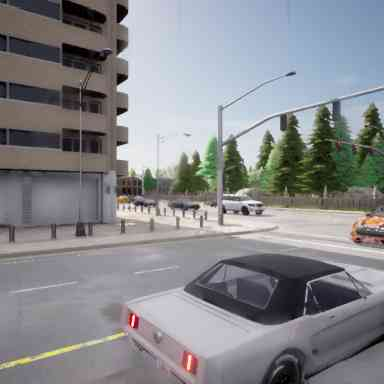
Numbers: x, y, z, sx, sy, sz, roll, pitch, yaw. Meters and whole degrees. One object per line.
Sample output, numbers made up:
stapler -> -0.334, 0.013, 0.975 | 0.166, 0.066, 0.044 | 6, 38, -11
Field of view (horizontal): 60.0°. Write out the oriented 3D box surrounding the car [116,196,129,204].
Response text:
car -> -14.180, 1.533, 67.183 | 1.882, 1.535, 5.008 | 0, 0, -36

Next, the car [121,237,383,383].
car -> 1.516, 1.601, 4.858 | 4.718, 1.301, 1.895 | 0, 0, -35

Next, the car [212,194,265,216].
car -> 4.933, 1.278, 34.252 | 2.150, 2.045, 5.566 | 0, 0, -36

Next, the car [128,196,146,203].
car -> -11.564, 1.581, 69.531 | 1.812, 1.442, 4.674 | 0, 0, -36

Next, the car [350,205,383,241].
car -> 8.992, 1.352, 14.662 | 4.553, 1.767, 2.097 | 0, 0, -35

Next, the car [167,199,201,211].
car -> -1.127, 1.603, 42.683 | 2.033, 1.411, 5.357 | 0, 0, -36

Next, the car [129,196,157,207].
car -> -7.253, 1.603, 51.245 | 2.033, 1.411, 5.357 | 0, 0, -36

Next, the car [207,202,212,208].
car -> 4.366, 1.603, 47.380 | 2.033, 1.411, 5.357 | 0, 0, -36
